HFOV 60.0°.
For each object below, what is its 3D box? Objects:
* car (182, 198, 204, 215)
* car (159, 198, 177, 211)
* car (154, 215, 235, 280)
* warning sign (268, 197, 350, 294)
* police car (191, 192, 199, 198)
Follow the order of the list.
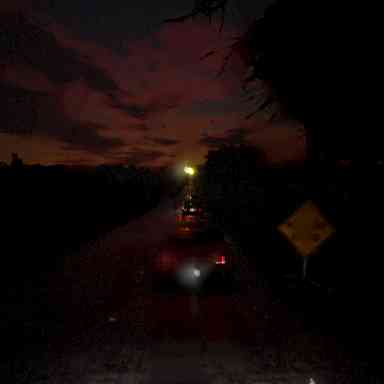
[{"bbox_3d":[0.075,1.488,29.277,2.033,1.411,5.357,0,0,0],"label":"car"},{"bbox_3d":[-2.863,1.440,39.890,1.812,1.442,4.674,0,0,0],"label":"car"},{"bbox_3d":[0.069,1.575,9.859,1.895,1.301,4.718,0,0,0],"label":"car"},{"bbox_3d":[2.488,1.096,7.274,1.300,1.860,1.060,3,3,0],"label":"warning sign"},{"bbox_3d":[0.785,1.052,87.490,1.930,1.638,5.238,0,1,0],"label":"police car"}]
